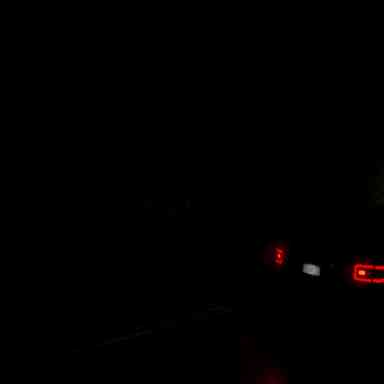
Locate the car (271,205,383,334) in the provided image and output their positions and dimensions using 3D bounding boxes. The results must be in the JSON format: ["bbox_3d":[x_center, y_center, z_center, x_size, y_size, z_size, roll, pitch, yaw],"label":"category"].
[{"bbox_3d":[3.993,1.296,6.600,5.566,2.045,2.150,1,0,-36],"label":"car"}]
